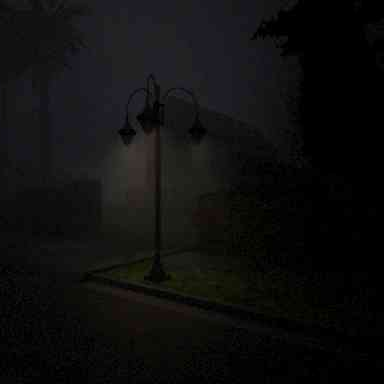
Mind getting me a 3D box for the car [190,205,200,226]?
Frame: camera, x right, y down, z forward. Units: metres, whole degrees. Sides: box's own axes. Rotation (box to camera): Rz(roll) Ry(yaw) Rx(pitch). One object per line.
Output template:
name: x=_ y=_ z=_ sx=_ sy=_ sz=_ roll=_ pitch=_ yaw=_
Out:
car: x=1.881 y=0.973 z=19.175 sx=1.932 sy=1.855 sz=4.605 roll=0 pitch=0 yaw=36
